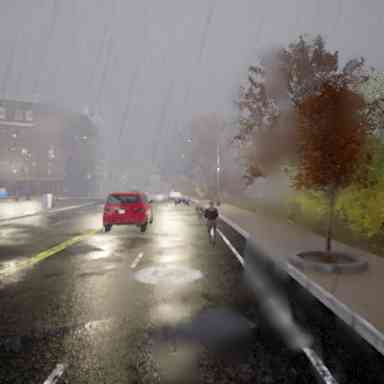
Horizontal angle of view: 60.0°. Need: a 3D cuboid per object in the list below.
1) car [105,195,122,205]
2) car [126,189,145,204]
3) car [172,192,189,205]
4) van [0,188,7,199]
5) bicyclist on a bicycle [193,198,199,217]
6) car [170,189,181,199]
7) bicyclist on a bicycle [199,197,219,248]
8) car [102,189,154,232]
[{"bbox_3d":[-11.563,1.084,49.078,1.895,1.301,4.718,0,1,-7],"label":"car"},{"bbox_3d":[-8.312,0.616,49.263,2.150,2.045,5.566,0,1,-4],"label":"car"},{"bbox_3d":[-1.394,1.060,44.434,1.895,1.301,4.718,0,1,-3],"label":"car"},{"bbox_3d":[-33.358,0.261,56.029,3.998,1.788,1.690,0,0,-33],"label":"van"},{"bbox_3d":[0.511,1.160,22.770,0.866,1.612,1.509,0,1,-2],"label":"bicyclist on a bicycle"},{"bbox_3d":[-3.287,0.398,67.085,2.150,2.045,5.566,0,1,-5],"label":"car"},{"bbox_3d":[0.744,1.212,12.953,0.659,1.776,1.843,0,1,-1],"label":"bicyclist on a bicycle"},{"bbox_3d":[-3.434,1.000,18.626,2.150,2.045,5.566,0,1,-2],"label":"car"}]
